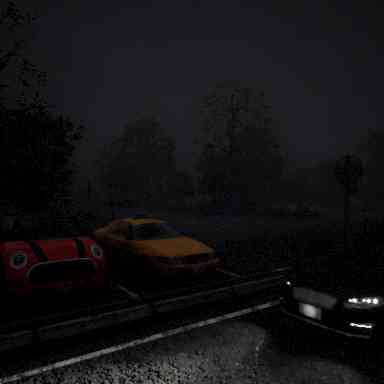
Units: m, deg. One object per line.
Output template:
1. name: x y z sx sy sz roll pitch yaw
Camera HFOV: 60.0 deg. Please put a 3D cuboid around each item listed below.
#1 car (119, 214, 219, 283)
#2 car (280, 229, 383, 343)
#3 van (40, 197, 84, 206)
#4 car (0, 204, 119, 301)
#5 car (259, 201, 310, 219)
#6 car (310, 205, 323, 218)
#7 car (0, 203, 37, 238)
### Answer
1. car: -1.390 1.484 10.089 1.946 1.575 5.366 0 0 -36
2. car: 3.740 1.513 6.349 4.902 1.511 2.128 1 0 -36
3. van: -8.083 1.265 20.472 1.878 1.987 4.442 0 0 -36
4. car: -3.881 1.347 8.557 2.185 1.767 4.553 0 0 -36
5. car: 8.724 1.843 32.710 2.002 1.452 4.674 2 -1 -36
6. car: 11.271 1.745 34.603 2.185 1.767 4.553 1 -1 -36
7. car: -10.526 1.475 19.081 1.946 1.575 5.366 0 0 -36
